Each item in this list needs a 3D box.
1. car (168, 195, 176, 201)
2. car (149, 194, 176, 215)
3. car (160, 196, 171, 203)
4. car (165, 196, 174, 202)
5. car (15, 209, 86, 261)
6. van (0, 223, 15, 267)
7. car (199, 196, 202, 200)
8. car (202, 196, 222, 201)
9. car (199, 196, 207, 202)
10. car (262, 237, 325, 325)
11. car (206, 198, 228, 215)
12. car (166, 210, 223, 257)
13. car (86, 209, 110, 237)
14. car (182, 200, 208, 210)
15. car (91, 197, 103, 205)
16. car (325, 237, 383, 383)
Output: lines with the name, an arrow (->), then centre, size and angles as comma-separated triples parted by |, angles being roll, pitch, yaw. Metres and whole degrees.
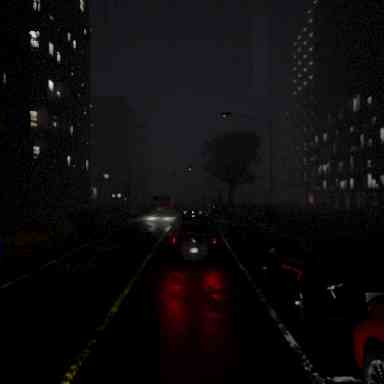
car -> -5.690, 1.629, 94.604 | 1.967, 1.590, 4.097 | 0, 0, 0
car -> -3.087, 1.268, 34.339 | 2.150, 2.045, 5.566 | 0, 0, 0
car -> -5.689, 1.677, 72.473 | 2.008, 1.369, 4.403 | 0, 0, 0
car -> -5.690, 1.707, 83.539 | 2.008, 1.369, 4.403 | 0, 0, 0
car -> -5.688, 1.539, 12.301 | 1.752, 1.417, 4.829 | 0, 0, 0
van -> -5.687, 1.348, 6.948 | 1.690, 1.788, 3.998 | 0, 0, 0
car -> 2.691, 1.670, 72.473 | 1.887, 1.381, 4.507 | 0, 0, 0
car -> 2.693, 1.373, 40.086 | 2.192, 1.841, 5.009 | 0, 0, 0
car -> 2.690, 1.681, 83.709 | 1.752, 1.417, 4.829 | 0, 0, 0
car -> 2.693, 1.573, 6.947 | 1.947, 1.339, 4.313 | 0, 0, 0
car -> 2.692, 1.614, 34.562 | 1.947, 1.339, 4.313 | 0, 0, 0
car -> 0.081, 1.615, 13.042 | 1.895, 1.301, 4.718 | 0, 0, 0
car -> -5.688, 1.587, 17.994 | 1.947, 1.339, 4.313 | 0, 0, 0
car -> 0.080, 1.637, 28.044 | 1.895, 1.301, 4.718 | 0, 0, 0
car -> -16.425, 1.423, 53.068 | 4.403, 1.369, 2.008 | 1, -1, -1
car -> 2.694, 1.316, 1.426 | 2.192, 1.841, 5.009 | 0, 0, 0
